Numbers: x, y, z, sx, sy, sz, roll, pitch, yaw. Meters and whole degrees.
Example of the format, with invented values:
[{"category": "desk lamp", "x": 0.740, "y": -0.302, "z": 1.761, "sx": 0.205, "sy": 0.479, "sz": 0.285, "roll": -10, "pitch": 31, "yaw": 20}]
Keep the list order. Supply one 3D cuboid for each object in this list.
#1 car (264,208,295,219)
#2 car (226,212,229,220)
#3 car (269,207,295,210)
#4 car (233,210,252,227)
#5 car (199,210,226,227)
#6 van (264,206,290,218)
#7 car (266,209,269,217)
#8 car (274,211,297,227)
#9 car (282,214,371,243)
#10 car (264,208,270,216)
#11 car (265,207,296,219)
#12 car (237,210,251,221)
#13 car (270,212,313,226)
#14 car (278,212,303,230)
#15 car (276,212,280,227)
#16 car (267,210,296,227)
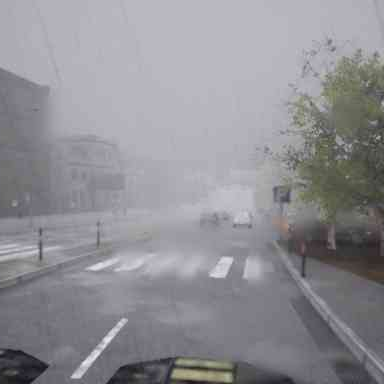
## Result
[{"category": "car", "x": 14.582, "y": 3.602, "z": 55.933, "sx": 4.892, "sy": 1.521, "sz": 2.231, "roll": 1, "pitch": -1, "yaw": 10}, {"category": "car", "x": 4.205, "y": 3.284, "z": 47.404, "sx": 1.994, "sy": 1.385, "sz": 4.181, "roll": 1, "pitch": -2, "yaw": 10}, {"category": "car", "x": 11.237, "y": 2.878, "z": 36.948, "sx": 4.553, "sy": 1.767, "sz": 2.185, "roll": 1, "pitch": -2, "yaw": 10}, {"category": "car", "x": 5.234, "y": 2.856, "z": 34.591, "sx": 1.812, "sy": 1.442, "sz": 4.674, "roll": 1, "pitch": -2, "yaw": 10}, {"category": "car", "x": 1.964, "y": 2.768, "z": 34.756, "sx": 2.128, "sy": 1.511, "sz": 4.902, "roll": 1, "pitch": -2, "yaw": 10}, {"category": "van", "x": 14.952, "y": 3.444, "z": 58.673, "sx": 4.442, "sy": 1.987, "sz": 1.878, "roll": 1, "pitch": -1, "yaw": 10}, {"category": "car", "x": 12.217, "y": 3.231, "z": 42.366, "sx": 4.674, "sy": 1.452, "sz": 2.002, "roll": 1, "pitch": -2, "yaw": 10}, {"category": "car", "x": 9.871, "y": 2.722, "z": 28.798, "sx": 4.792, "sy": 1.488, "sz": 2.163, "roll": 1, "pitch": -2, "yaw": 10}, {"category": "car", "x": 8.415, "y": 2.354, "z": 20.676, "sx": 4.892, "sy": 1.521, "sz": 2.231, "roll": 1, "pitch": -2, "yaw": 10}, {"category": "car", "x": 12.660, "y": 3.311, "z": 45.088, "sx": 4.792, "sy": 1.488, "sz": 2.163, "roll": 1, "pitch": -2, "yaw": 10}, {"category": "car", "x": 14.106, "y": 3.406, "z": 53.353, "sx": 4.553, "sy": 1.767, "sz": 2.185, "roll": 1, "pitch": -1, "yaw": 10}, {"category": "car", "x": 7.538, "y": 3.308, "z": 47.580, "sx": 1.812, "sy": 1.442, "sz": 4.674, "roll": 1, "pitch": -2, "yaw": 11}, {"category": "car", "x": 11.737, "y": 3.138, "z": 39.656, "sx": 4.674, "sy": 1.452, "sz": 2.002, "roll": 1, "pitch": -2, "yaw": 10}, {"category": "car", "x": 8.890, "y": 2.468, "z": 23.388, "sx": 5.008, "sy": 1.535, "sz": 2.097, "roll": 1, "pitch": -2, "yaw": 10}, {"category": "car", "x": 9.375, "y": 2.581, "z": 26.096, "sx": 4.892, "sy": 1.521, "sz": 2.231, "roll": 1, "pitch": -2, "yaw": 10}, {"category": "car", "x": 10.135, "y": 2.793, "z": 31.553, "sx": 5.366, "sy": 1.575, "sz": 1.946, "roll": 1, "pitch": -2, "yaw": 10}]
